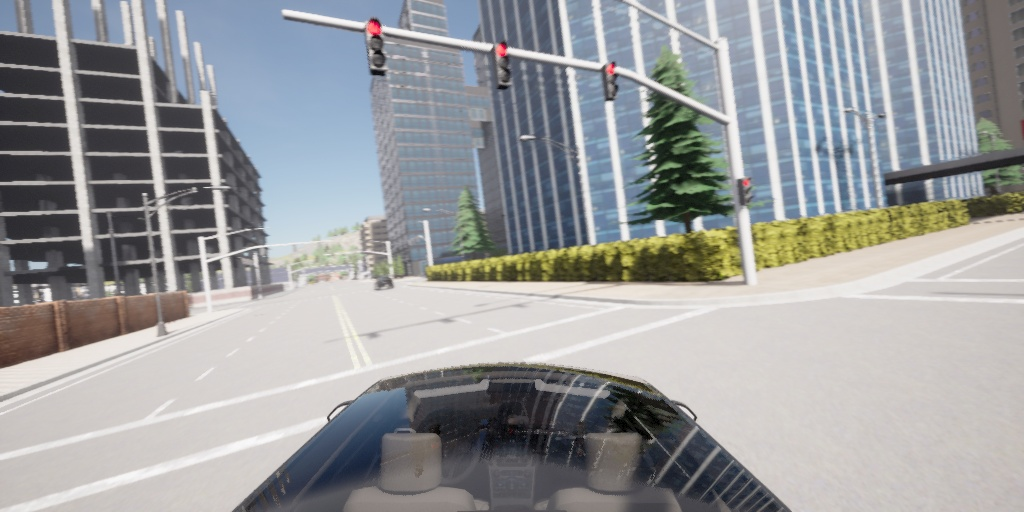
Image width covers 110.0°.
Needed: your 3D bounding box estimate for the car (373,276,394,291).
[{"bbox_3d":[-15.409,3.238,43.032,1.837,1.490,4.892,-7,0,-27],"label":"car"}]
